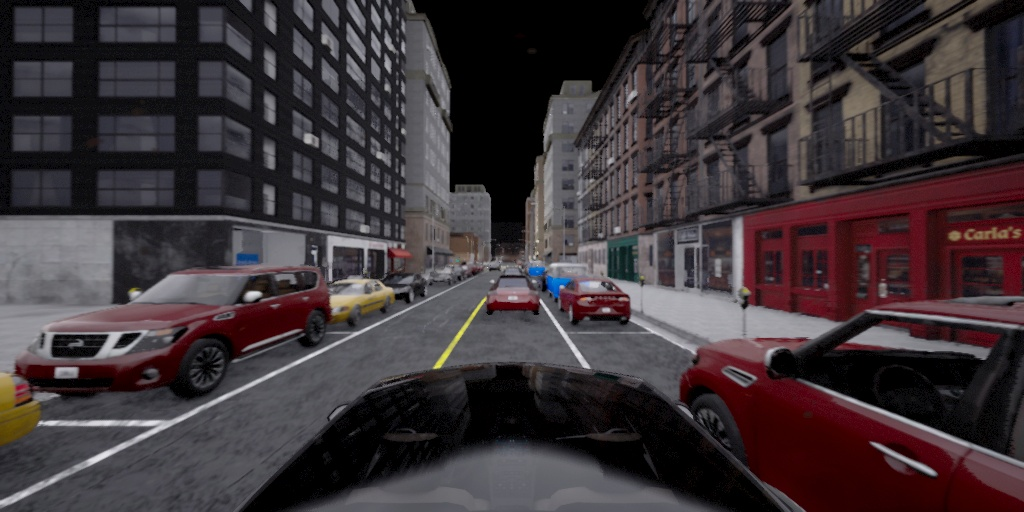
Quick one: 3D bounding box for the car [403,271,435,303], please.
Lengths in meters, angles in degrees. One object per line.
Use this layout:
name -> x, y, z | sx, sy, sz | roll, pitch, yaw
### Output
car -> -5.388, 1.469, 17.664 | 1.948, 1.339, 4.313 | 0, 0, 0

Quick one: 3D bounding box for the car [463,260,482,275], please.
car -> -5.389, 1.472, 44.710 | 2.192, 1.841, 5.009 | 0, 0, 0

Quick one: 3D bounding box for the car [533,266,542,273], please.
car -> 2.637, 1.520, 23.074 | 1.948, 1.339, 4.313 | 0, 0, 0

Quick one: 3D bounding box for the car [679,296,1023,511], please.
car -> 2.637, 1.062, 1.436 | 2.192, 1.841, 5.009 | 0, 0, 0

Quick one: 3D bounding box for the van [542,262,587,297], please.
van -> 2.637, 1.244, 17.665 | 1.690, 1.789, 3.998 | 0, 0, 0

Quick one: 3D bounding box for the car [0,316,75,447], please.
car -> -5.388, 1.273, 1.266 | 1.751, 1.417, 4.829 | 0, 0, 0

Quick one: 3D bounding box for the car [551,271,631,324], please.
car -> 2.637, 1.397, 12.255 | 1.888, 1.381, 4.507 | 0, 0, 0

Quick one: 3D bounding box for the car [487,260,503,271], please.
car -> -2.812, 1.794, 58.637 | 1.837, 1.490, 4.892 | 0, -1, 0

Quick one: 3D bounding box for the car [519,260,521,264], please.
car -> 2.748, 1.701, 65.020 | 2.097, 1.767, 4.553 | 0, -1, 0

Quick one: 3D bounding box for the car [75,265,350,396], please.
car -> -5.388, 1.115, 6.845 | 2.192, 1.841, 5.009 | 0, 0, 0

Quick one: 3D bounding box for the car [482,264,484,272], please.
car -> -5.389, 1.649, 50.120 | 1.967, 1.591, 4.097 | 0, 0, 0

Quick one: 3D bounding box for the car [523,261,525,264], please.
car -> 2.636, 1.683, 44.880 | 1.751, 1.417, 4.829 | 0, 0, 0

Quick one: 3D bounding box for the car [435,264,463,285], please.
car -> -5.389, 1.556, 28.483 | 2.007, 1.370, 4.403 | 0, 0, 0

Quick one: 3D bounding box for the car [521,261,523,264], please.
car -> 2.636, 1.648, 50.119 | 1.967, 1.591, 4.097 | 0, 0, 0

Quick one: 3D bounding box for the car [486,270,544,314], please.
car -> 0.049, 1.437, 14.408 | 1.994, 1.385, 4.181 | 0, 0, 0

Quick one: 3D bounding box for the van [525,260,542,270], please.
van -> 2.636, 1.447, 39.301 | 1.690, 1.789, 3.998 | 0, 0, 0

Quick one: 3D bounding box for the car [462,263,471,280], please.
car -> -5.389, 1.622, 33.892 | 1.948, 1.339, 4.313 | 0, 0, 0

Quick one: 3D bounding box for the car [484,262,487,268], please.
car -> -5.389, 1.700, 55.529 | 1.967, 1.591, 4.097 | 0, 0, 0

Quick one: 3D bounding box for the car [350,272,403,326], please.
car -> -5.388, 1.377, 12.085 | 1.751, 1.417, 4.829 | 0, 0, 0

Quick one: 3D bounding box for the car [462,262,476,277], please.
car -> -5.389, 1.689, 39.301 | 1.802, 1.307, 4.207 | 0, 0, 0

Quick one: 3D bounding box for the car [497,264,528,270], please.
car -> 0.048, 1.580, 29.547 | 1.994, 1.385, 4.181 | 0, 0, 0
